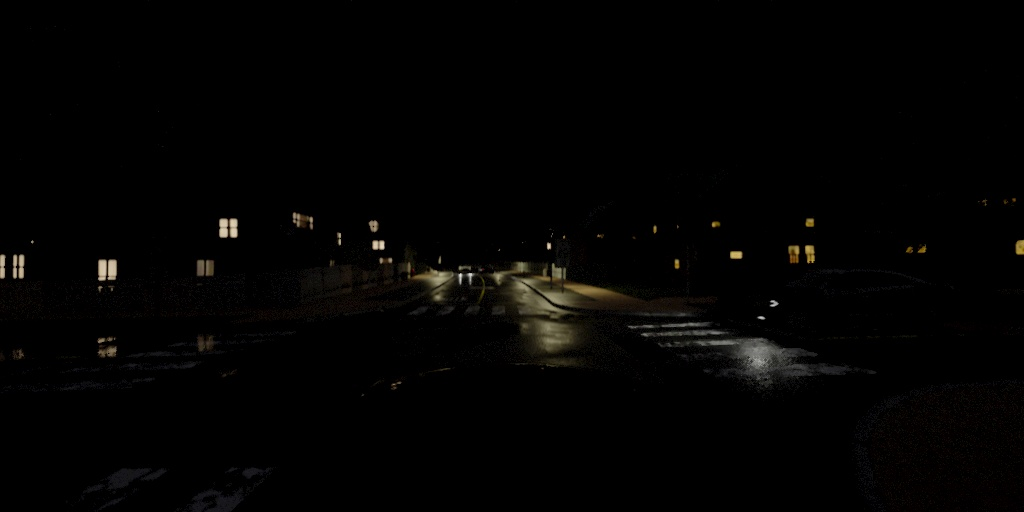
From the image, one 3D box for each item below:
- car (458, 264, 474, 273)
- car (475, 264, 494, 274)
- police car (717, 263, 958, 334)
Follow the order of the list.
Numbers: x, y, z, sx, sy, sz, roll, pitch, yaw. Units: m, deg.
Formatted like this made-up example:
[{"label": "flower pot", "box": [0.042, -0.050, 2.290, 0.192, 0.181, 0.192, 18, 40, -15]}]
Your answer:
[{"label": "car", "box": [-7.334, 1.935, 55.694, 1.812, 1.442, 4.674, 0, -1, -10]}, {"label": "car", "box": [-3.728, 1.876, 51.236, 2.033, 1.411, 5.357, 0, -1, -10]}, {"label": "police car", "box": [8.172, 0.993, 9.329, 5.238, 1.638, 1.930, -1, -1, 0]}]
